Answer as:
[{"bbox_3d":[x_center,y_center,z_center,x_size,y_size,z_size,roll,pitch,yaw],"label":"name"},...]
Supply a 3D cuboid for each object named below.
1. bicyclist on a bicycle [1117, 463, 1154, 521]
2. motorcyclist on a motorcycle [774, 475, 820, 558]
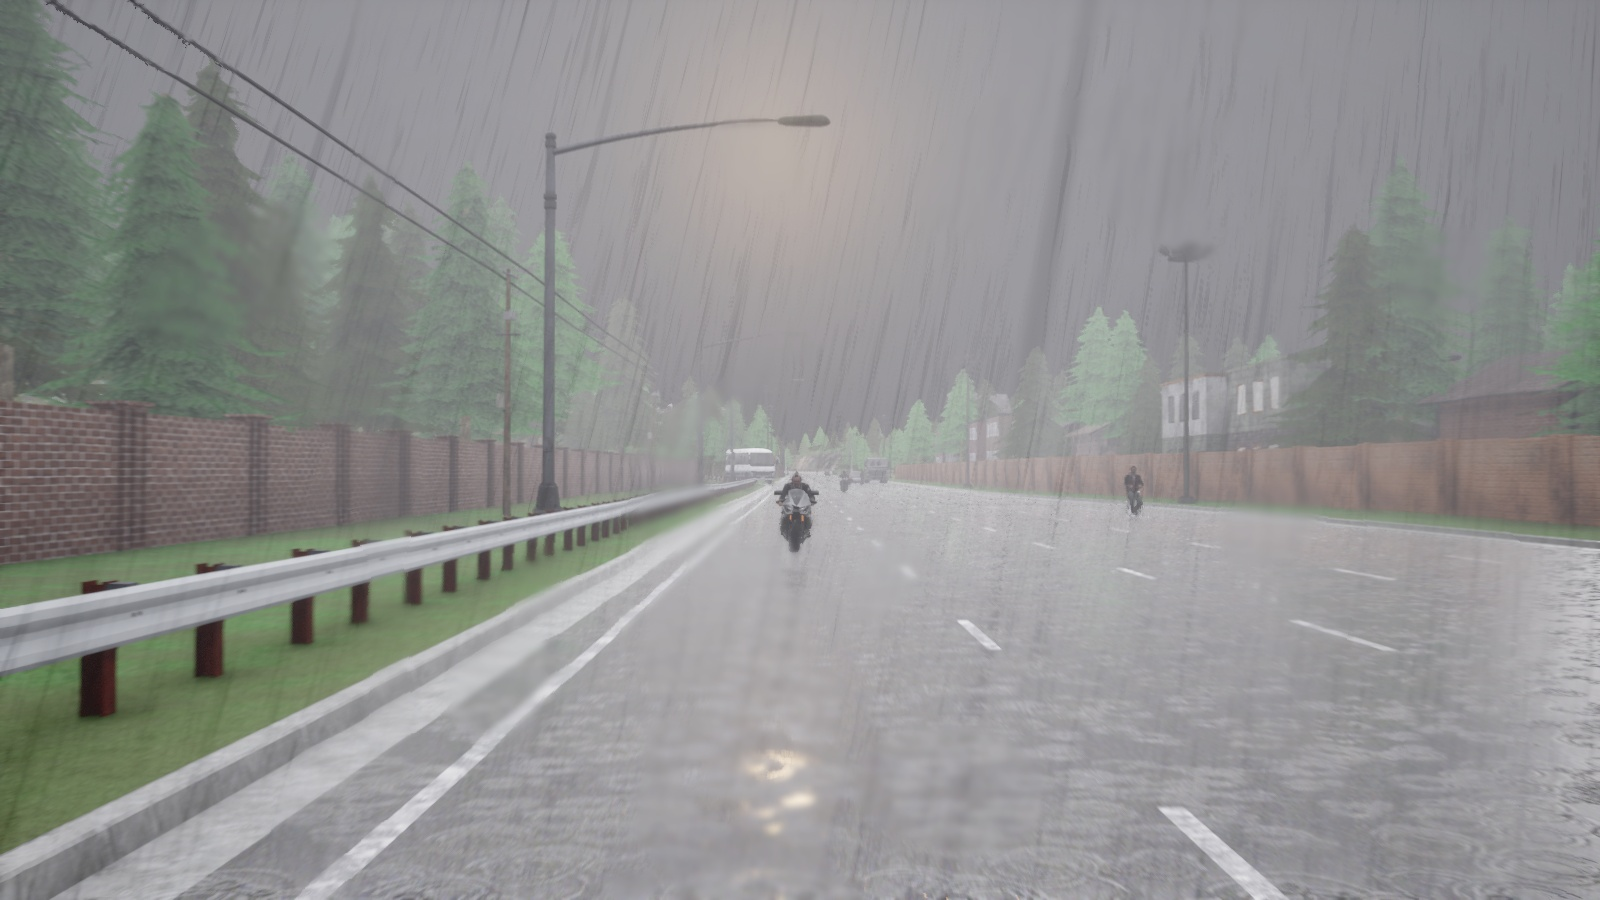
[{"bbox_3d":[10.404,1.294,39.001,0.659,1.776,1.843,0,-1,0],"label":"bicyclist on a bicycle"},{"bbox_3d":[-0.060,1.258,24.457,0.866,1.530,2.191,0,-1,0],"label":"motorcyclist on a motorcycle"}]
